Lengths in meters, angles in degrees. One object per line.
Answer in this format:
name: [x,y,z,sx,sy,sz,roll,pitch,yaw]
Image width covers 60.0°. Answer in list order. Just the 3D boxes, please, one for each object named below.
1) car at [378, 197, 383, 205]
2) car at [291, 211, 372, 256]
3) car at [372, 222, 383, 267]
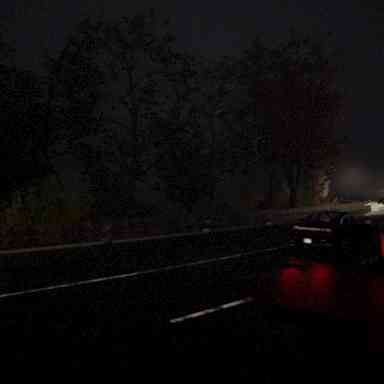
car: [36.029,1.588,61.658,2.128,1.511,4.902,0,0,14]
car: [5.899,1.519,13.429,4.902,1.511,2.128,0,0,-42]
car: [7.668,1.364,10.330,4.553,1.767,2.097,0,0,-42]
